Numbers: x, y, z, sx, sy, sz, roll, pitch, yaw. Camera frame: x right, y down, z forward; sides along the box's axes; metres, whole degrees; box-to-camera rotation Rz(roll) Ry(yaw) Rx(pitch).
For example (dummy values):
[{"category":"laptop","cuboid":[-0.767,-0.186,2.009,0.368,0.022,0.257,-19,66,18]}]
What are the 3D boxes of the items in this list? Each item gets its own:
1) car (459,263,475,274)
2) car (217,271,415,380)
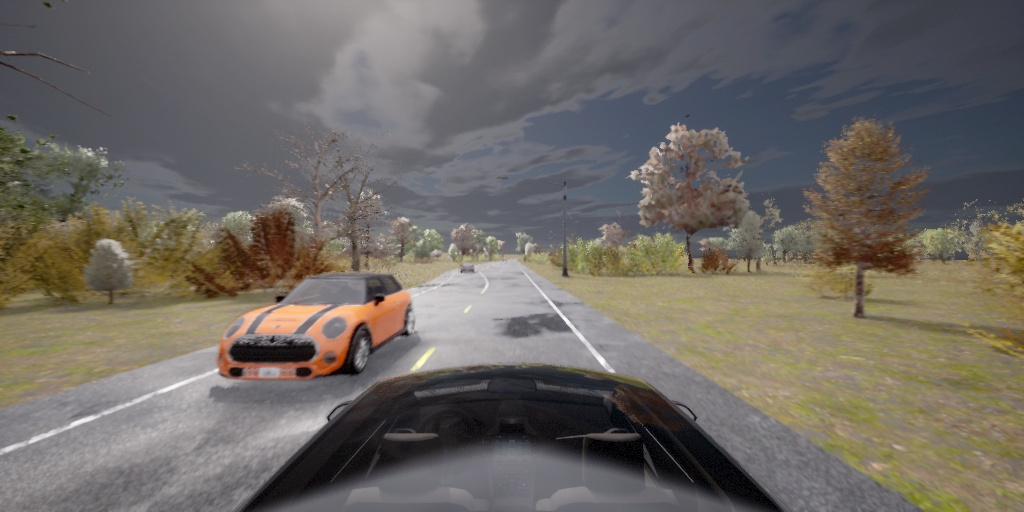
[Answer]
[{"category":"car","cuboid":[-6.035,1.619,48.768,1.812,1.442,4.674,0,0,-6]},{"category":"car","cuboid":[-3.606,1.151,7.568,2.097,1.767,4.553,0,0,0]}]
